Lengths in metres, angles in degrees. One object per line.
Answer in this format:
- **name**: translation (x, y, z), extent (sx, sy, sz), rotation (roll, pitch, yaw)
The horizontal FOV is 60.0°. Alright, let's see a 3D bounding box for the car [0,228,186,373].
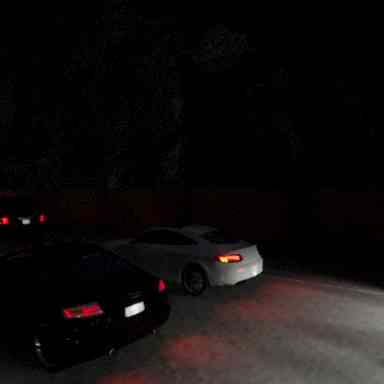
- **car**: translation (-2.411, 1.574, 5.716), extent (4.181, 1.385, 1.994), rotation (0, 0, 36)

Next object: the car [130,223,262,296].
- **car**: translation (-0.499, 1.536, 8.651), extent (4.674, 1.442, 1.812), rotation (0, 0, 36)

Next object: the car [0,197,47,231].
- **car**: translation (-8.588, 1.250, 14.430), extent (5.566, 2.045, 2.150), rotation (0, 0, 36)
